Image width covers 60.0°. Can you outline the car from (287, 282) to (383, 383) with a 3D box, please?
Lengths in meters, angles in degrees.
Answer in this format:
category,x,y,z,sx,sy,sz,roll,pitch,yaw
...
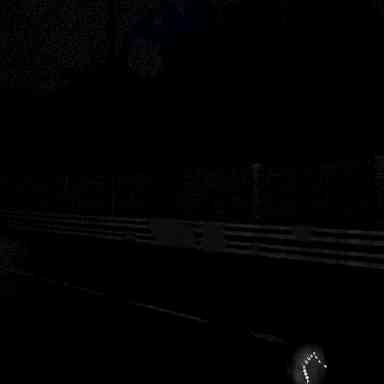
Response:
category,x,y,z,sx,sy,sz,roll,pitch,yaw
car,3.346,1.201,1.621,5.566,2.045,2.150,-1,0,35
